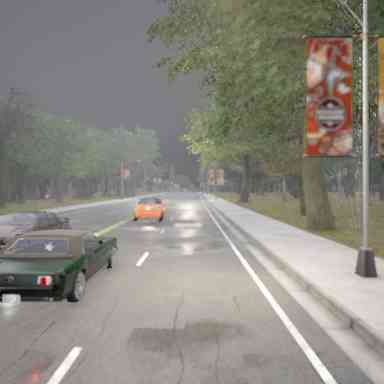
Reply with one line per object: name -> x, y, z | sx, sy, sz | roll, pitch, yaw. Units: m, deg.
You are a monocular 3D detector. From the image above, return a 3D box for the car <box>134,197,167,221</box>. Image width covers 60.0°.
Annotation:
car -> -3.085, 1.193, 25.573 | 2.097, 1.767, 4.553 | 0, 0, 0

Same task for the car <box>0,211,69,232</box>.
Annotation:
car -> -6.578, 1.480, 13.384 | 2.033, 1.411, 5.357 | 0, 0, 0

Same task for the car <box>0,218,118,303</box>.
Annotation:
car -> -3.143, 1.565, 8.036 | 1.895, 1.301, 4.718 | 0, 0, 0
